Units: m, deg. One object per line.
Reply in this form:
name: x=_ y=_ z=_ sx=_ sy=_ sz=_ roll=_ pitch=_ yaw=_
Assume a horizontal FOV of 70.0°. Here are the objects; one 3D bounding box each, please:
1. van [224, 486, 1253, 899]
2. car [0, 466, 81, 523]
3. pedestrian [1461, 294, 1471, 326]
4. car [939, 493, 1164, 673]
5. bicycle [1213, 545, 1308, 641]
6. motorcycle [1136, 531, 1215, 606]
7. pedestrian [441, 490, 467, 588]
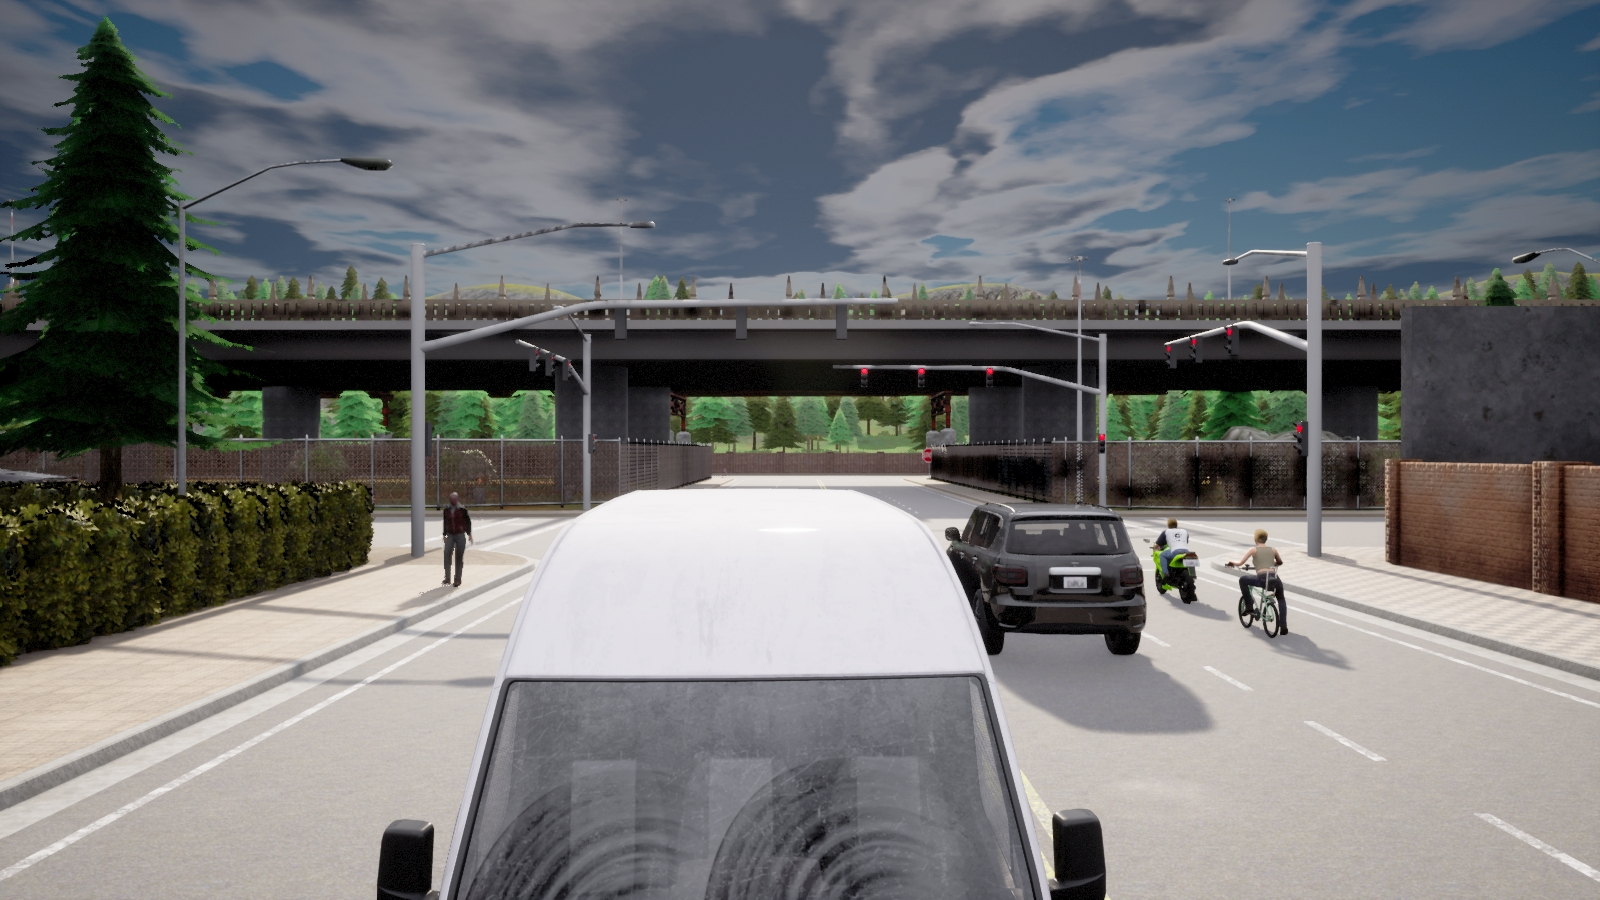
van: x=-0.245 y=1.535 z=5.164 sx=1.988 sy=2.561 sz=5.915 roll=0 pitch=0 yaw=-3
car: x=-31.629 y=1.700 z=44.080 sx=6.274 sy=2.098 sz=2.390 roll=0 pitch=0 yaw=0
pedestrian: x=39.403 y=-8.300 z=67.577 sx=0.375 sy=1.860 sz=0.375 roll=0 pitch=0 yaw=0
car: x=3.496 y=1.780 z=17.139 sx=2.150 sy=2.045 sz=5.566 roll=0 pitch=0 yaw=0
bicycle: x=7.010 y=2.159 z=17.481 sx=0.859 sy=1.276 sz=1.487 roll=0 pitch=0 yaw=0
motorcycle: x=6.995 y=2.187 z=21.401 sx=0.803 sy=1.199 sz=2.033 roll=0 pitch=0 yaw=0
pedestrian: x=-6.632 y=1.697 z=21.889 sx=0.375 sy=1.860 sz=0.375 roll=0 pitch=0 yaw=2
